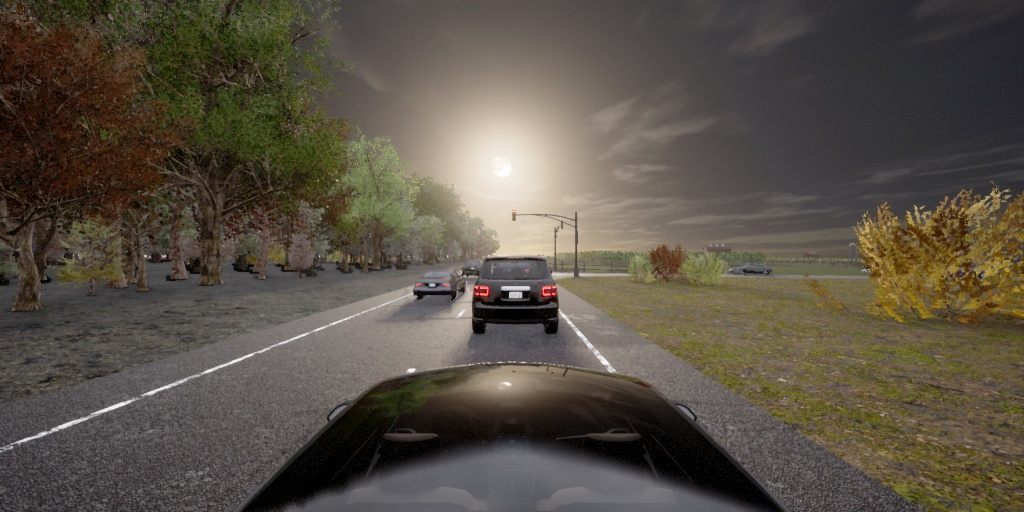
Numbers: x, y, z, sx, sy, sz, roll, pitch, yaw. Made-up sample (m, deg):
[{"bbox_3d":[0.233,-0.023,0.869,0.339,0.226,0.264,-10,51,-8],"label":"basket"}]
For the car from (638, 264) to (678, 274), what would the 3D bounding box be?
[{"bbox_3d":[17.873,1.606,44.147,4.718,1.301,1.895,1,-1,1],"label":"car"}]

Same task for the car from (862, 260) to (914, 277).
[{"bbox_3d":[46.446,1.540,44.020,5.566,2.045,2.150,1,-1,1],"label":"car"}]

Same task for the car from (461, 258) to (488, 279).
[{"bbox_3d":[-3.459,1.108,33.716,2.097,1.767,4.553,0,0,0],"label":"car"}]

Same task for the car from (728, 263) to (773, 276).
[{"bbox_3d":[29.246,1.621,44.097,4.902,1.511,2.128,1,-1,0],"label":"car"}]

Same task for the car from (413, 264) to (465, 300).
[{"bbox_3d":[-3.431,1.302,17.879,2.033,1.411,5.357,0,0,0],"label":"car"}]

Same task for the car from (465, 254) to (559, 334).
[{"bbox_3d":[0.081,0.974,10.776,2.150,2.045,5.566,0,0,0],"label":"car"}]

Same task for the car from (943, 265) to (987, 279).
[{"bbox_3d":[50.304,1.776,40.412,5.008,1.535,1.882,1,-1,1],"label":"car"}]
